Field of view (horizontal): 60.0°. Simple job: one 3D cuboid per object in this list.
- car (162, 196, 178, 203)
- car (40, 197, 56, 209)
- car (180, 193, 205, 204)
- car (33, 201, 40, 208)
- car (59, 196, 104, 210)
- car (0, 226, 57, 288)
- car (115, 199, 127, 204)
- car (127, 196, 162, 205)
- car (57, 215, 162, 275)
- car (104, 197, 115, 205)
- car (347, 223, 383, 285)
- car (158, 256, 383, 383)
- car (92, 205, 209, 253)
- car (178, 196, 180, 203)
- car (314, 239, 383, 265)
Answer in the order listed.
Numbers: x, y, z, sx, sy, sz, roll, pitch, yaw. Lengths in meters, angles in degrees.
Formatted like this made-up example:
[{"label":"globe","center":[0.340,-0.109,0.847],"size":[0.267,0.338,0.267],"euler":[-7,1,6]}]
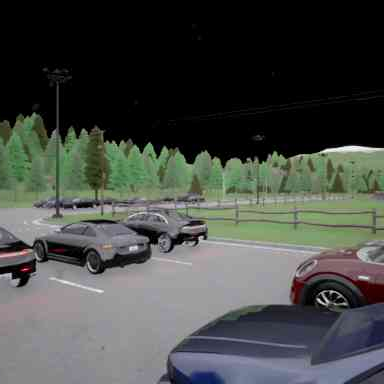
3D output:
[{"label":"car","center":[-5.638,1.510,66.946],"size":[1.837,1.490,4.892],"euler":[0,1,37]},{"label":"car","center":[-17.487,1.359,45.037],"size":[2.097,1.767,4.553],"euler":[0,0,36]},{"label":"car","center":[0.428,1.484,63.430],"size":[1.882,1.535,5.008],"euler":[0,0,37]},{"label":"car","center":[-20.074,1.512,47.438],"size":[1.837,1.490,4.892],"euler":[0,0,36]},{"label":"car","center":[-14.437,1.484,43.293],"size":[1.882,1.535,5.008],"euler":[0,0,36]},{"label":"car","center":[-5.703,1.493,8.057],"size":[4.902,1.511,2.128],"euler":[0,0,36]},{"label":"car","center":[-9.693,1.554,55.667],"size":[2.033,1.411,5.357],"euler":[0,0,36]},{"label":"car","center":[-7.480,1.532,52.750],"size":[1.812,1.442,4.674],"euler":[0,0,36]},{"label":"car","center":[-3.274,1.565,10.617],"size":[4.181,1.385,1.994],"euler":[0,0,36]},{"label":"car","center":[-14.276,1.555,55.343],"size":[2.033,1.411,5.357],"euler":[0,0,37]},{"label":"car","center":[6.461,1.601,7.957],"size":[4.718,1.301,1.895],"euler":[0,0,36]},{"label":"car","center":[2.288,1.547,2.341],"size":[5.357,1.411,2.033],"euler":[0,0,36]},{"label":"car","center":[-1.631,1.493,13.751],"size":[4.902,1.511,2.128],"euler":[0,0,36]},{"label":"car","center":[-0.953,1.229,67.387],"size":[2.150,2.045,5.566],"euler":[0,0,37]},{"label":"car","center":[4.002,1.352,5.412],"size":[4.553,1.767,2.097],"euler":[0,0,36]}]
